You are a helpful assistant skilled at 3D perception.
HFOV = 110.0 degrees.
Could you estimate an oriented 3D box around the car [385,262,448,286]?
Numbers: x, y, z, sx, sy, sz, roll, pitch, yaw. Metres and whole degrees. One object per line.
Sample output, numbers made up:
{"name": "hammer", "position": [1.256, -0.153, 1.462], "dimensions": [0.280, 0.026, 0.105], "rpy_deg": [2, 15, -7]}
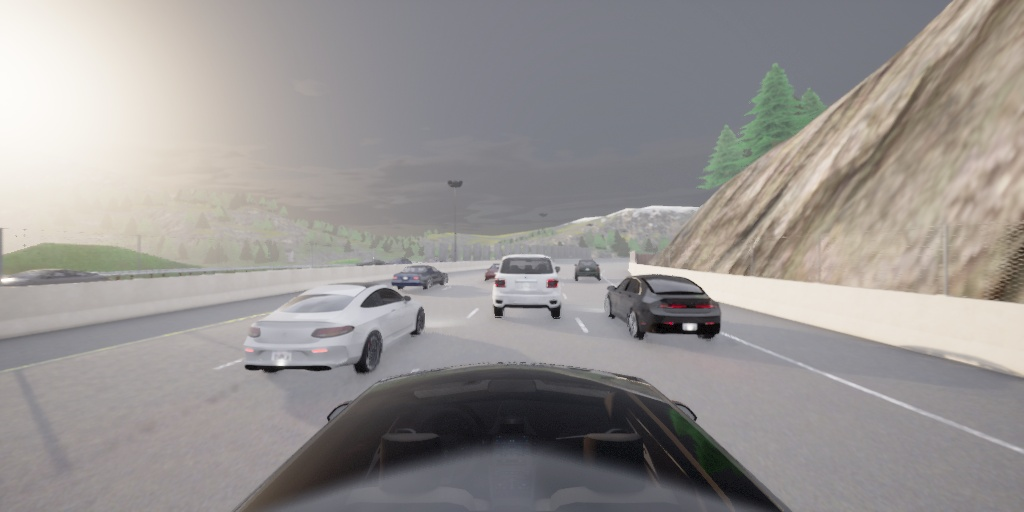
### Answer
{"name": "car", "position": [-5.549, 1.269, 22.176], "dimensions": [2.033, 1.411, 5.357], "rpy_deg": [0, 0, 7]}

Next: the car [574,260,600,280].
{"name": "car", "position": [6.523, 1.097, 31.217], "dimensions": [2.097, 1.767, 4.553], "rpy_deg": [0, 0, 10]}

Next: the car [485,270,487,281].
{"name": "car", "position": [-0.892, 1.292, 29.512], "dimensions": [1.994, 1.385, 4.181], "rpy_deg": [0, 0, 10]}

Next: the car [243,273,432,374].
{"name": "car", "position": [-3.221, 1.264, 7.421], "dimensions": [1.812, 1.442, 4.674], "rpy_deg": [0, 0, 2]}

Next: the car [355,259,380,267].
{"name": "car", "position": [-20.930, 1.140, 52.880], "dimensions": [1.882, 1.535, 5.008], "rpy_deg": [0, 0, 16]}

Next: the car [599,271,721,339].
{"name": "car", "position": [3.929, 1.259, 10.070], "dimensions": [1.837, 1.490, 4.892], "rpy_deg": [0, 0, 3]}

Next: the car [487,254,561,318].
{"name": "car", "position": [0.602, 0.965, 13.198], "dimensions": [2.150, 2.045, 5.566], "rpy_deg": [0, 0, 4]}

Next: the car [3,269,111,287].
{"name": "car", "position": [-20.420, 1.254, 15.650], "dimensions": [1.994, 1.385, 4.181], "rpy_deg": [0, 0, 5]}

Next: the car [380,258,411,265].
{"name": "car", "position": [-17.041, 1.024, 53.791], "dimensions": [2.097, 1.767, 4.553], "rpy_deg": [0, 0, 16]}

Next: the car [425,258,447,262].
{"name": "car", "position": [-10.533, 1.237, 51.200], "dimensions": [2.033, 1.411, 5.357], "rpy_deg": [0, 0, 16]}
